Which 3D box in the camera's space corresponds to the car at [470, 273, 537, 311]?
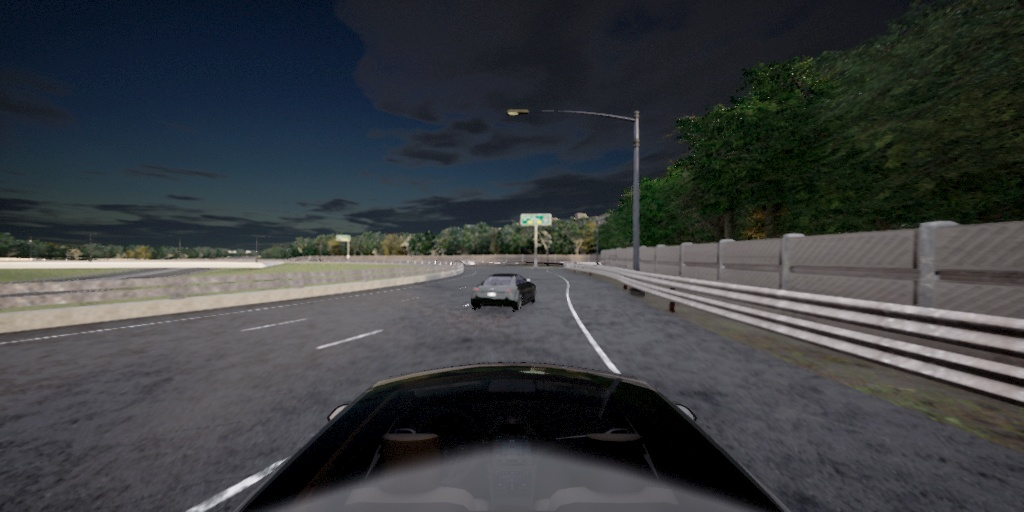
[{"bbox_3d":[-0.220,1.425,15.317,1.994,1.385,4.181,0,-1,16],"label":"car"}]
